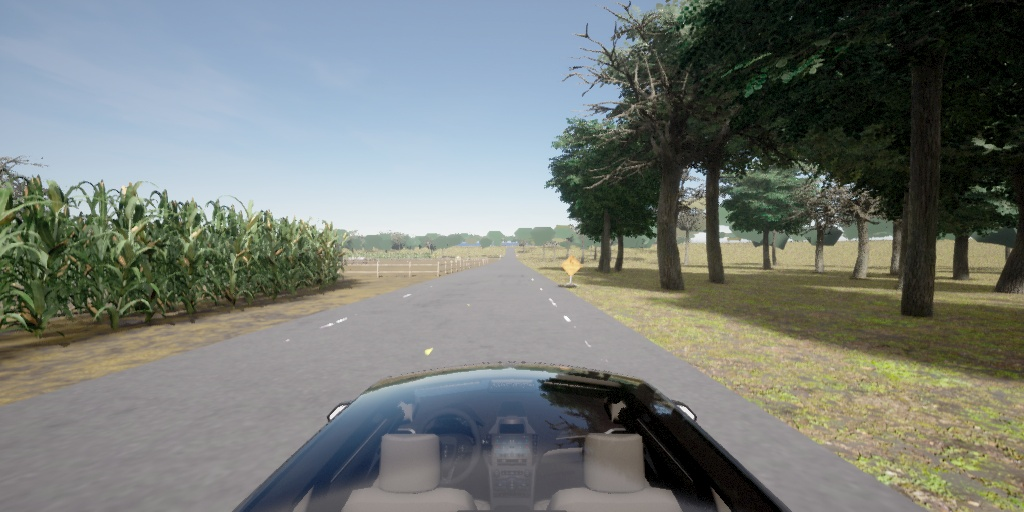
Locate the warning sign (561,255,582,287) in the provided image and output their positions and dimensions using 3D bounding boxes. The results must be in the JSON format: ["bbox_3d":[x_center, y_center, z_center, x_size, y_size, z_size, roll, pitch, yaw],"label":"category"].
[{"bbox_3d":[3.550,0.865,21.772,1.300,1.860,1.060,0,0,0],"label":"warning sign"}]
